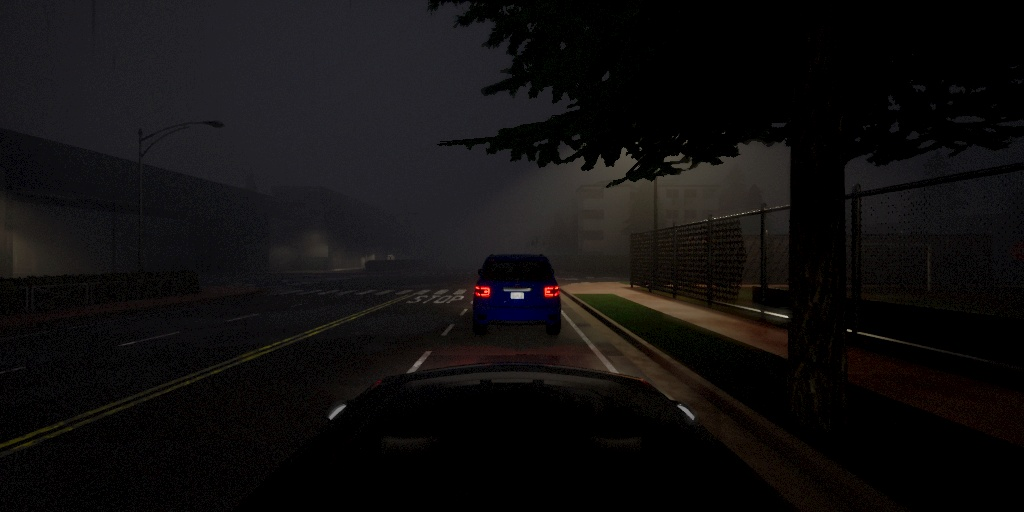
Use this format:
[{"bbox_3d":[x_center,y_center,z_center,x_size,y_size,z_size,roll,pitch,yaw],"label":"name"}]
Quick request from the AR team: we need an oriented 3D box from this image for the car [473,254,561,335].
[{"bbox_3d":[0.125,0.972,10.636,2.150,2.045,5.566,0,0,0],"label":"car"}]

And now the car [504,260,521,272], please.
[{"bbox_3d":[0.071,1.242,46.452,2.128,1.511,4.902,0,0,-1],"label":"car"}]
